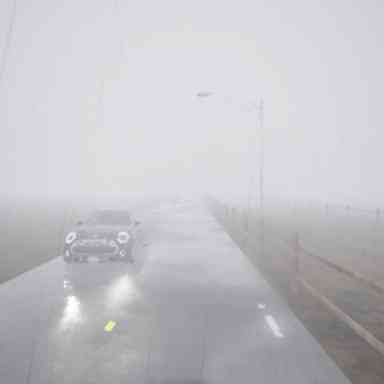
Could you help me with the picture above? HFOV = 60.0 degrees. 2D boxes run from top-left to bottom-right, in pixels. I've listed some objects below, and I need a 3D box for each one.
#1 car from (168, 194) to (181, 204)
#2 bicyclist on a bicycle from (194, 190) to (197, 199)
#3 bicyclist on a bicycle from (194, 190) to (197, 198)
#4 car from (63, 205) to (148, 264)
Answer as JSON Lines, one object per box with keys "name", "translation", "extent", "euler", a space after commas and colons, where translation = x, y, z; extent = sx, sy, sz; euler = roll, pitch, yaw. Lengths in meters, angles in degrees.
{"name": "car", "translation": [-2.817, 1.087, 53.065], "extent": [1.882, 1.535, 5.008], "euler": [0, 1, 0]}
{"name": "bicyclist on a bicycle", "translation": [0.757, 0.680, 70.471], "extent": [0.659, 1.776, 1.843], "euler": [0, 1, 0]}
{"name": "bicyclist on a bicycle", "translation": [0.757, 0.480, 79.467], "extent": [0.659, 1.776, 1.843], "euler": [0, 1, 0]}
{"name": "car", "translation": [-2.850, 1.354, 11.867], "extent": [2.097, 1.767, 4.553], "euler": [0, 0, 0]}
